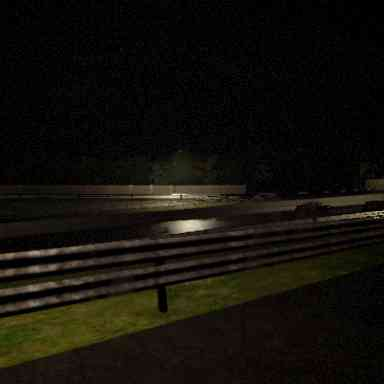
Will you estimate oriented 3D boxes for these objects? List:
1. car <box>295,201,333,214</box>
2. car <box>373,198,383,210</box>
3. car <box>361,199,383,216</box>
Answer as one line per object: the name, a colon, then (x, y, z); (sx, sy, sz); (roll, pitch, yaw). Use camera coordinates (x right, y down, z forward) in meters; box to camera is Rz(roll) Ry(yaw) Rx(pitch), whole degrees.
car: (16.083, 1.922, 43.736); (5.357, 1.411, 2.033); (-3, 2, -27)
car: (26.924, 1.604, 45.252); (4.181, 1.385, 1.994); (-3, 2, -26)
car: (22.052, 1.707, 38.899); (4.553, 1.767, 2.097); (-3, 2, -27)
